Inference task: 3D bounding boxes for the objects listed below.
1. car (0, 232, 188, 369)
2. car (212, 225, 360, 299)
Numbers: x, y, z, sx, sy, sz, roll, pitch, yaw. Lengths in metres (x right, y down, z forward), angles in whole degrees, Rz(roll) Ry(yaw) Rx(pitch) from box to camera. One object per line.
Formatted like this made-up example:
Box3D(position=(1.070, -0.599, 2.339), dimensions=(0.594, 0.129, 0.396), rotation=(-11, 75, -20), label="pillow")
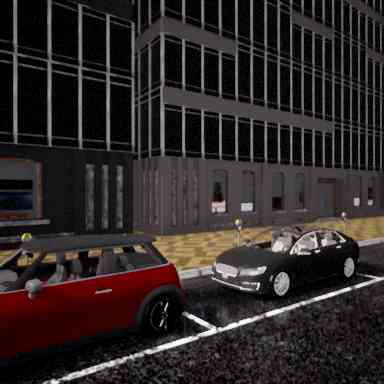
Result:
Box3D(position=(-2.158, 1.440, 5.020), dimensions=(4.097, 1.590, 1.967), rotation=(0, 0, -35), label="car")
Box3D(position=(2.477, 1.546, 8.324), dimensions=(4.403, 1.369, 2.008), rotation=(0, 0, -35), label="car")
